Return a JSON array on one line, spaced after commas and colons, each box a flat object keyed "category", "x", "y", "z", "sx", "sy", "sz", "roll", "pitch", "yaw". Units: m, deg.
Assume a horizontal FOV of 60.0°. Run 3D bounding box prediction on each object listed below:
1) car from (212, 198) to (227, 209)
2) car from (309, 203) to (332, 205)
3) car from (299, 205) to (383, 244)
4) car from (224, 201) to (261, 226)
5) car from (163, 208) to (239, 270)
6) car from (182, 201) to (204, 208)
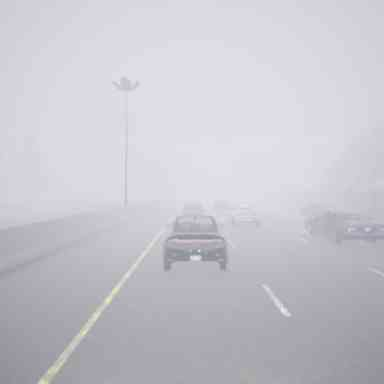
[{"category": "car", "x": 3.592, "y": 1.541, "z": 41.712, "sx": 1.882, "sy": 1.535, "sz": 5.008, "roll": 0, "pitch": 0, "yaw": 0}, {"category": "car", "x": 10.595, "y": 1.590, "z": 27.620, "sx": 2.033, "sy": 1.411, "sz": 5.357, "roll": 0, "pitch": 0, "yaw": 0}, {"category": "car", "x": 7.097, "y": 1.572, "z": 15.952, "sx": 2.033, "sy": 1.411, "sz": 5.357, "roll": 0, "pitch": 0, "yaw": 0}, {"category": "car", "x": 3.594, "y": 1.561, "z": 23.356, "sx": 1.812, "sy": 1.442, "sz": 4.674, "roll": 0, "pitch": 0, "yaw": 0}, {"category": "car", "x": 0.098, "y": 1.509, "z": 11.064, "sx": 2.128, "sy": 1.511, "sz": 4.902, "roll": 0, "pitch": 0, "yaw": 0}, {"category": "car", "x": 0.096, "y": 1.523, "z": 29.779, "sx": 1.882, "sy": 1.535, "sz": 5.008, "roll": 0, "pitch": 0, "yaw": 0}]
